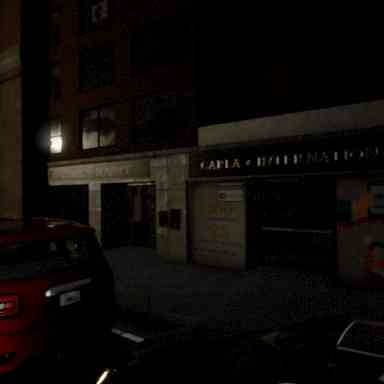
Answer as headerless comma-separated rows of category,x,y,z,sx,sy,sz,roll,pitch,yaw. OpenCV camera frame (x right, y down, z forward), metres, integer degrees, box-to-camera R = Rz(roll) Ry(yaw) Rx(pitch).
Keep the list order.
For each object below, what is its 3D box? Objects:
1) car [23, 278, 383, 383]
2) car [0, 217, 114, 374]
car,1.104,1.551,2.068,4.403,1.369,2.008,0,-1,36
car,-3.355,1.320,5.257,5.009,1.841,2.192,0,-1,36
